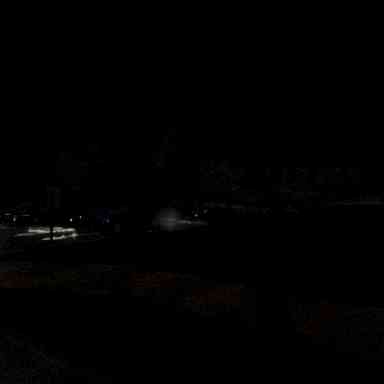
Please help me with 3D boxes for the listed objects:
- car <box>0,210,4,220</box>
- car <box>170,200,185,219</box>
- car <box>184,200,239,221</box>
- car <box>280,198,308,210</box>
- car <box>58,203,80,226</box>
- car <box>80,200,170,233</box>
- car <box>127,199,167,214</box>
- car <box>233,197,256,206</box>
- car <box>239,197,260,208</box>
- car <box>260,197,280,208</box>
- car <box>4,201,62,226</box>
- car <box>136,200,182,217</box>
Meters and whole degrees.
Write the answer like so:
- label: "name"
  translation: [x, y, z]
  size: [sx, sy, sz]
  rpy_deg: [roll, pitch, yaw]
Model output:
- label: "car"
  translation: [-12.359, 1.504, 25.965]
  size: [1.837, 1.490, 4.892]
  rpy_deg: [0, 0, 36]
- label: "car"
  translation: [-1.061, 1.504, 29.597]
  size: [1.837, 1.490, 4.892]
  rpy_deg: [0, 0, 36]
- label: "car"
  translation: [1.704, 1.526, 27.421]
  size: [1.812, 1.442, 4.674]
  rpy_deg: [0, 0, 36]
- label: "car"
  translation: [13.729, 1.601, 43.917]
  size: [1.895, 1.301, 4.718]
  rpy_deg: [0, 0, 36]
- label: "car"
  translation: [-6.357, 1.564, 22.320]
  size: [1.994, 1.385, 4.181]
  rpy_deg: [0, 0, 36]
- label: "car"
  translation: [-3.830, 1.477, 19.837]
  size: [1.882, 1.535, 5.008]
  rpy_deg: [0, 0, 36]
- label: "car"
  translation: [-4.841, 1.562, 36.297]
  size: [1.994, 1.385, 4.181]
  rpy_deg: [0, 0, 36]
- label: "car"
  translation: [8.715, 1.564, 54.792]
  size: [1.994, 1.385, 4.181]
  rpy_deg: [0, 0, 36]
- label: "car"
  translation: [9.363, 1.477, 49.784]
  size: [1.882, 1.535, 5.008]
  rpy_deg: [0, 0, 37]
- label: "car"
  translation: [12.137, 1.547, 47.649]
  size: [2.033, 1.411, 5.357]
  rpy_deg: [0, 0, 37]
- label: "car"
  translation: [-9.951, 1.491, 23.327]
  size: [2.128, 1.511, 4.902]
  rpy_deg: [0, 0, 36]
- label: "car"
  translation: [-3.148, 1.525, 32.650]
  size: [1.812, 1.442, 4.674]
  rpy_deg: [0, 0, 36]
